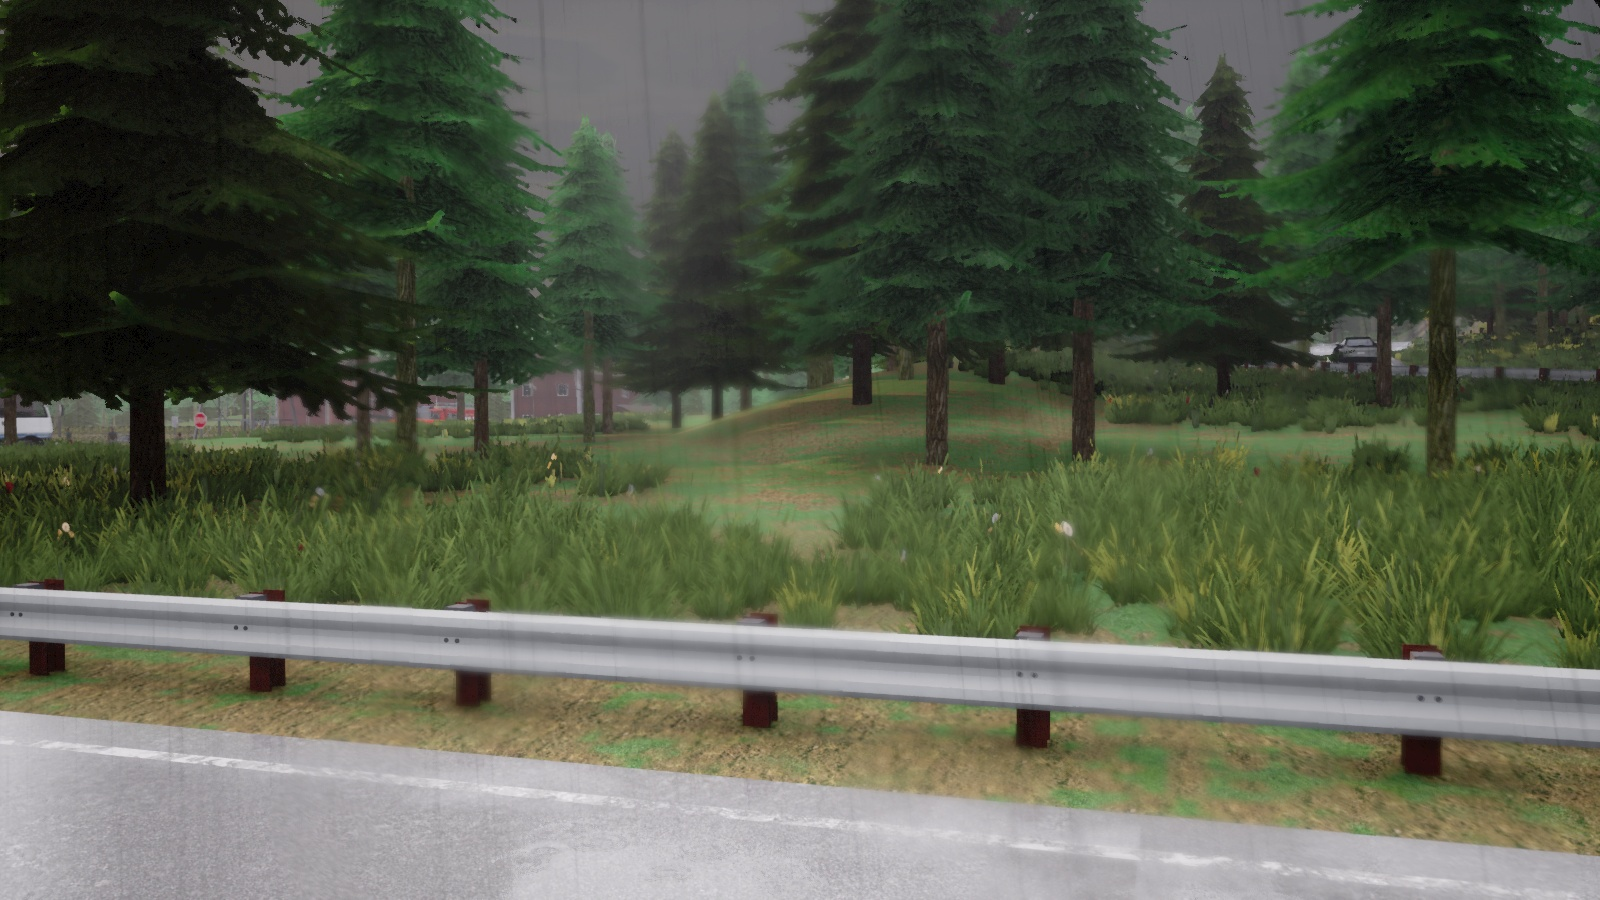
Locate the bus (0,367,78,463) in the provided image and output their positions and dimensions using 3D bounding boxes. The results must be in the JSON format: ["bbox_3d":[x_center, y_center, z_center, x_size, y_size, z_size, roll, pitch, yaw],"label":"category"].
[{"bbox_3d":[-38.000,-1.559,55.798,3.944,4.253,10.273,1,1,17],"label":"bus"}]

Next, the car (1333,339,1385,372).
[{"bbox_3d":[26.844,-4.561,60.431,1.994,1.385,4.181,0,6,20],"label":"car"}]
